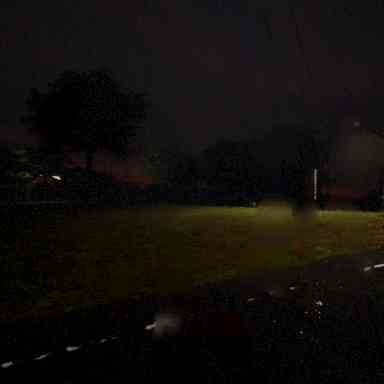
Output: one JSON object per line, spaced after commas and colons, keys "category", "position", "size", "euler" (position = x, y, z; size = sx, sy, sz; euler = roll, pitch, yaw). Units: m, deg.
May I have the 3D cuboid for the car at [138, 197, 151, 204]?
{"category": "car", "position": [-11.123, 1.937, 77.657], "size": [1.812, 1.442, 4.674], "euler": [3, -3, -27]}

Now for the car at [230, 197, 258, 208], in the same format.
{"category": "car", "position": [7.496, 1.507, 48.687], "size": [1.812, 1.442, 4.674], "euler": [4, -3, -35]}
